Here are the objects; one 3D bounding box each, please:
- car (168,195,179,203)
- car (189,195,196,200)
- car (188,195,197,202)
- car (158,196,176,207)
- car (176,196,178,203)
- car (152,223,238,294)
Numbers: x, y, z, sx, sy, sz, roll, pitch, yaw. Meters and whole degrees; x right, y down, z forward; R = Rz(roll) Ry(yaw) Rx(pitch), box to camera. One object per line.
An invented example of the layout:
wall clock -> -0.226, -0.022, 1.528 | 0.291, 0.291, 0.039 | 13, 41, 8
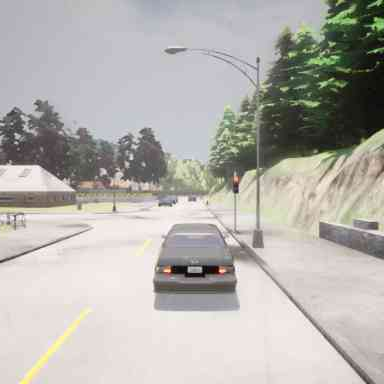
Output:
car -> -3.900, 1.525, 71.148 | 2.128, 1.511, 4.902 | 0, 0, 0
car -> 0.120, 1.408, 86.044 | 1.812, 1.442, 4.674 | 0, 0, 0
car -> 0.106, 1.516, 75.684 | 2.128, 1.511, 4.902 | 0, 0, 0
car -> -4.024, 1.564, 51.053 | 1.994, 1.385, 4.181 | 0, 0, 0
car -> -3.980, 1.478, 61.056 | 1.882, 1.535, 5.008 | 0, 0, 1
car -> 0.071, 1.547, 8.931 | 2.033, 1.411, 5.357 | 0, 0, 0
